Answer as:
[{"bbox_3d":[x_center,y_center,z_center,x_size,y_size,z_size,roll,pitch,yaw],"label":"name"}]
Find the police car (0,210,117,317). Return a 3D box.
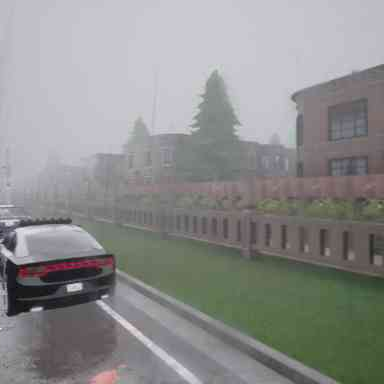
[{"bbox_3d":[-3.458,1.437,7.848,1.930,1.638,5.238,0,0,-34],"label":"police car"}]

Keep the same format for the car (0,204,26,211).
[{"bbox_3d":[-8.972,1.390,16.022,2.097,1.767,4.553,0,0,-34],"label":"car"}]
